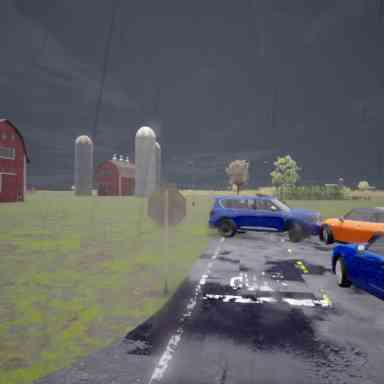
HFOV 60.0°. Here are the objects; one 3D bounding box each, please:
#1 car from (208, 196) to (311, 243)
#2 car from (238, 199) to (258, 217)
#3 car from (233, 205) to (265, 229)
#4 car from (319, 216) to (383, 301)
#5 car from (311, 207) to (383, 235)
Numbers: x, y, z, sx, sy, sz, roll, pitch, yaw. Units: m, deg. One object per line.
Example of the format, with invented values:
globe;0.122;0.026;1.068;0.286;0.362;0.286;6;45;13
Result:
car;3.519;1.216;16.385;5.566;2.045;2.150;0;0;30
car;5.505;1.499;33.003;1.837;1.490;4.892;0;0;9
car;3.850;1.599;22.695;1.895;1.301;4.718;0;0;9
car;4.472;1.480;6.294;1.882;1.535;5.008;0;0;-3
car;6.993;1.363;12.985;2.097;1.767;4.553;0;0;-12
